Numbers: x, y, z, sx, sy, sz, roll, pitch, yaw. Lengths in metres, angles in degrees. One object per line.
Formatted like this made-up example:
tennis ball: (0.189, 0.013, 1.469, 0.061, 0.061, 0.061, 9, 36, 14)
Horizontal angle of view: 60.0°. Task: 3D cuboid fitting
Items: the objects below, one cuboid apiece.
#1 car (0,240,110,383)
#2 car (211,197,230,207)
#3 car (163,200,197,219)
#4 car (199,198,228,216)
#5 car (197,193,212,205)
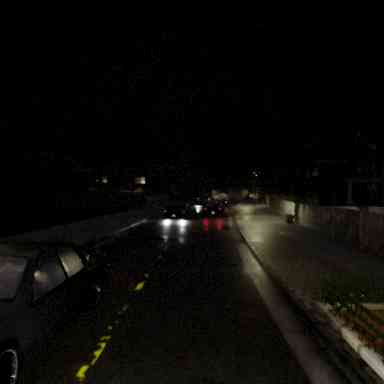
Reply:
car: (-2.742, 1.515, 5.034, 2.033, 1.411, 5.357, 0, 0, 2)
car: (4.086, 1.325, 44.601, 1.895, 1.301, 4.718, 1, 1, 10)
car: (-1.102, 1.434, 28.427, 2.033, 1.411, 5.357, 1, 1, 7)
car: (2.067, 1.490, 30.697, 1.895, 1.301, 4.718, 1, 1, 7)
car: (1.955, 0.999, 49.051, 2.097, 1.767, 4.553, 1, 1, 10)
